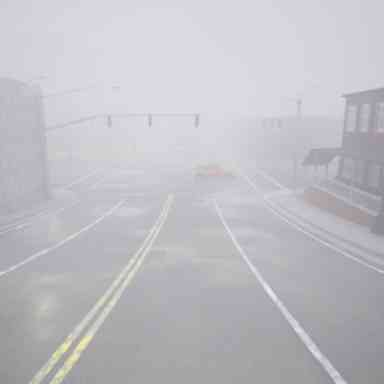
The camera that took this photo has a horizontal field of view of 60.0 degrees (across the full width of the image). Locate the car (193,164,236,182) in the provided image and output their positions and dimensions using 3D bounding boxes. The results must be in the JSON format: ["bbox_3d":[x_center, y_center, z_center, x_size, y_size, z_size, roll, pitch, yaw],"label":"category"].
[{"bbox_3d":[2.382,-2.142,35.132,4.553,1.767,2.097,0,12,0],"label":"car"}]

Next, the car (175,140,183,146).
[{"bbox_3d":[-3.504,-13.310,90.209,1.895,1.301,4.718,0,12,0],"label":"car"}]
